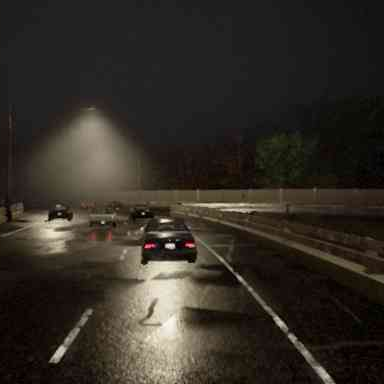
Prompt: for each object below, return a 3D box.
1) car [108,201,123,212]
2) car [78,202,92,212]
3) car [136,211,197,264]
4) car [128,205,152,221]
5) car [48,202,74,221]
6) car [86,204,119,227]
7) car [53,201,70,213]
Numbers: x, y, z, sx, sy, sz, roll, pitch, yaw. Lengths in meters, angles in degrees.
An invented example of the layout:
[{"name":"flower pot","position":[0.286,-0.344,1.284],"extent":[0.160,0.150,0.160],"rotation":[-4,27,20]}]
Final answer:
[{"name":"car","position":[-11.246,2.050,47.895],"extent":[1.837,1.490,4.892],"rotation":[1,0,-25]},{"name":"car","position":[-15.491,2.166,48.711],"extent":[1.895,1.301,4.718],"rotation":[0,-1,-27]},{"name":"car","position":[-0.950,1.684,12.444],"extent":[2.033,1.411,5.357],"rotation":[0,-1,-7]},{"name":"car","position":[-4.904,1.914,31.397],"extent":[1.994,1.385,4.181],"rotation":[0,-1,-17]},{"name":"car","position":[-12.217,1.932,31.117],"extent":[1.994,1.385,4.181],"rotation":[0,-1,-17]},{"name":"car","position":[-6.852,1.896,25.717],"extent":[1.895,1.301,4.718],"rotation":[0,-1,-14]},{"name":"car","position":[-18.258,2.074,46.386],"extent":[1.812,1.442,4.674],"rotation":[0,-1,-26]}]
